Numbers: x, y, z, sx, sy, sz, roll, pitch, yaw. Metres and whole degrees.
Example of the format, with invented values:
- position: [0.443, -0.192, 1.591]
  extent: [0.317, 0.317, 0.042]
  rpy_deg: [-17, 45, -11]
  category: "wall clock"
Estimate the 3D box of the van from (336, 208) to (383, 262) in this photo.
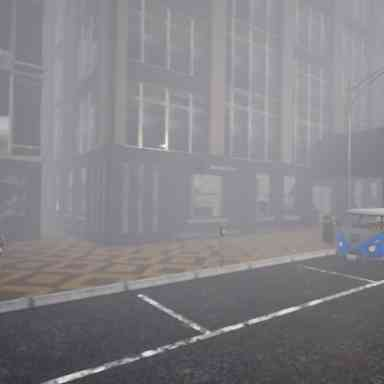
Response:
- position: [6.497, 1.436, 11.159]
  extent: [3.998, 1.788, 1.690]
  rpy_deg: [1, 0, -35]
  category: "van"
